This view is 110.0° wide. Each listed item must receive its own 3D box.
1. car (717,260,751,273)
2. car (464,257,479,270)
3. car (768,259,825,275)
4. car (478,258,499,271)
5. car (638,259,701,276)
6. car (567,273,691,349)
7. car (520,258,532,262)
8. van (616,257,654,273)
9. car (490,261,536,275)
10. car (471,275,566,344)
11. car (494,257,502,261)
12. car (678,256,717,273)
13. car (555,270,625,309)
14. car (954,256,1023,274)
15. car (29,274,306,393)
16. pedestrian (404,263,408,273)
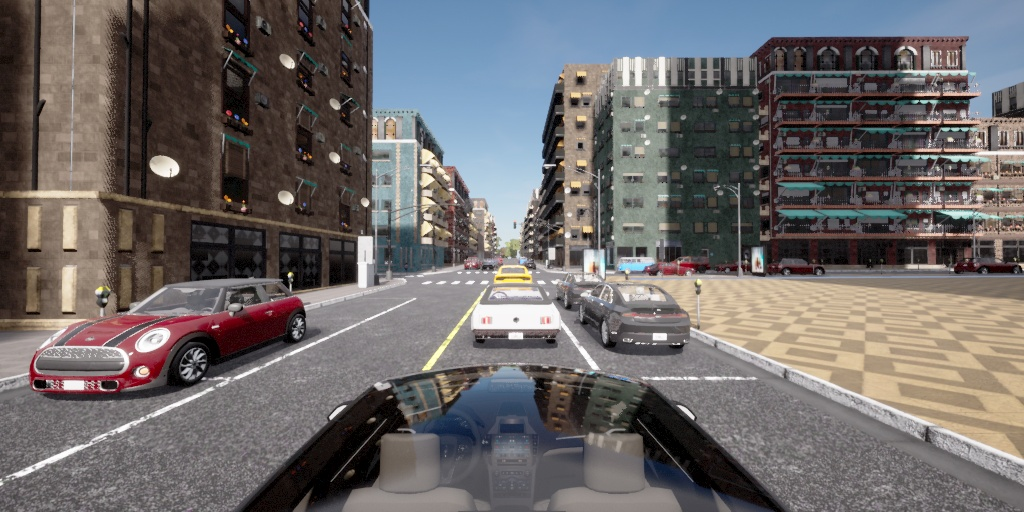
[{"bbox_3d":[24.743,1.165,39.556,4.507,1.381,1.888,0,0,0],"label":"car"},{"bbox_3d":[-5.801,1.083,52.794,2.192,1.841,5.009,0,0,0],"label":"car"},{"bbox_3d":[24.699,0.936,31.176,4.097,1.591,1.967,0,0,0],"label":"car"},{"bbox_3d":[-3.222,1.368,50.464,1.895,1.301,4.718,0,0,1],"label":"car"},{"bbox_3d":[13.644,1.163,31.231,4.207,1.307,1.802,0,0,0],"label":"car"},{"bbox_3d":[2.805,1.303,9.011,2.007,1.370,4.403,0,0,0],"label":"car"},{"bbox_3d":[2.580,1.334,52.773,1.948,1.339,4.313,0,0,0],"label":"car"},{"bbox_3d":[13.688,1.046,39.611,3.998,1.789,1.690,0,0,0],"label":"van"},{"bbox_3d":[0.055,1.233,19.047,1.882,1.535,5.008,0,0,0],"label":"car"},{"bbox_3d":[0.082,1.353,9.593,1.895,1.301,4.718,0,0,0],"label":"car"},{"bbox_3d":[-3.211,1.319,60.157,2.033,1.411,5.357,0,0,0],"label":"car"},{"bbox_3d":[19.215,0.977,39.583,5.009,1.841,2.192,0,0,0],"label":"car"},{"bbox_3d":[2.793,1.304,14.580,2.007,1.370,4.403,0,0,0],"label":"car"},{"bbox_3d":[41.281,0.811,31.093,4.097,1.591,1.967,0,0,0],"label":"car"},{"bbox_3d":[-5.830,1.191,6.756,1.967,1.591,4.097,0,0,0],"label":"car"},{"bbox_3d":[-12.618,1.097,42.705,0.375,1.860,0.375,0,0,0],"label":"pedestrian"}]
